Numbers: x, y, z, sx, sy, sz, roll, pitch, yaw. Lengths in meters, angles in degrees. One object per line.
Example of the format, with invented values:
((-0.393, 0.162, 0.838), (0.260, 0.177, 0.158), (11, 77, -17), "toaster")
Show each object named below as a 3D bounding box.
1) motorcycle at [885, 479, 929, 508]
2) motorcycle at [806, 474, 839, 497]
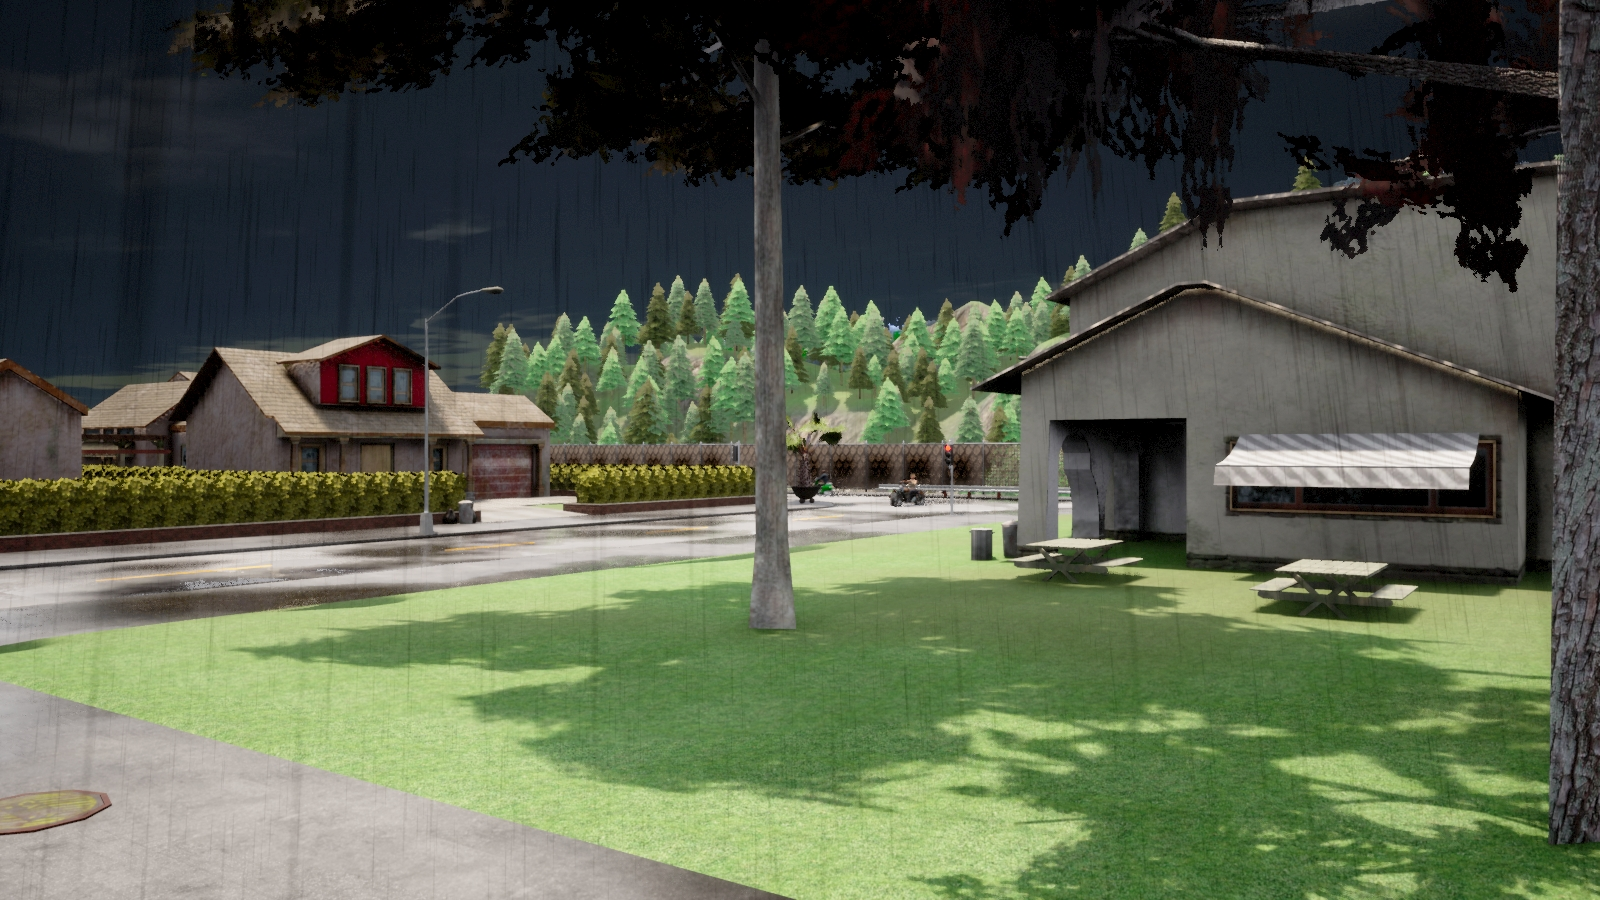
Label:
((5.302, 2.155, 56.460), (2.356, 1.307, 0.764), (0, 2, -42), "motorcycle")
((1.359, 2.142, 68.683), (1.805, 1.316, 0.856), (0, 0, 35), "motorcycle")
